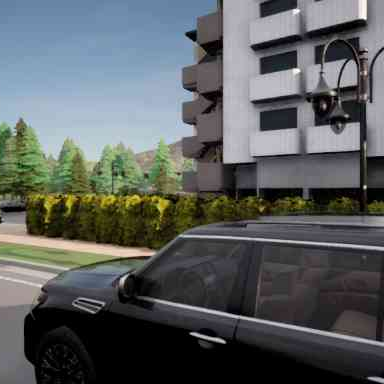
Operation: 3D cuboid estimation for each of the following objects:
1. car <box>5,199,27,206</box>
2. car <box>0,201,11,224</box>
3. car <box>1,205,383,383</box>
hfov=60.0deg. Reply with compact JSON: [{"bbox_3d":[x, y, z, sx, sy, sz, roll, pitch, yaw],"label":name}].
[{"bbox_3d":[-18.133,1.489,33.490,2.128,1.511,4.902,0,0,33],"label":"car"},{"bbox_3d":[-14.035,1.503,20.112,1.837,1.490,4.892,0,0,33],"label":"car"},{"bbox_3d":[0.773,1.221,3.121,5.566,2.045,2.150,0,0,34],"label":"car"}]
